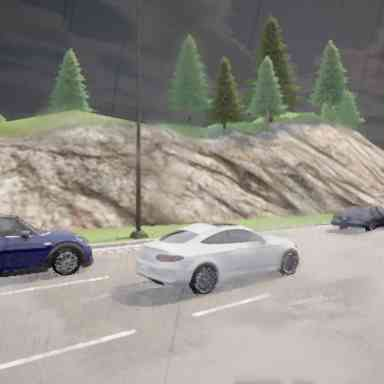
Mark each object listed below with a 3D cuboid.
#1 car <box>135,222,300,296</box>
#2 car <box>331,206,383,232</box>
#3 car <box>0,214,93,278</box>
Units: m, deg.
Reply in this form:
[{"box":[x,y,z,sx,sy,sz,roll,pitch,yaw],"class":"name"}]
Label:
[{"box":[0.814,1.518,8.643,4.674,1.442,1.812,0,0,-36],"class":"car"},{"box":[10.491,1.519,19.875,5.357,1.411,2.033,0,0,-36],"class":"car"},{"box":[-5.029,1.350,8.770,4.553,1.767,2.097,0,0,-36],"class":"car"}]
